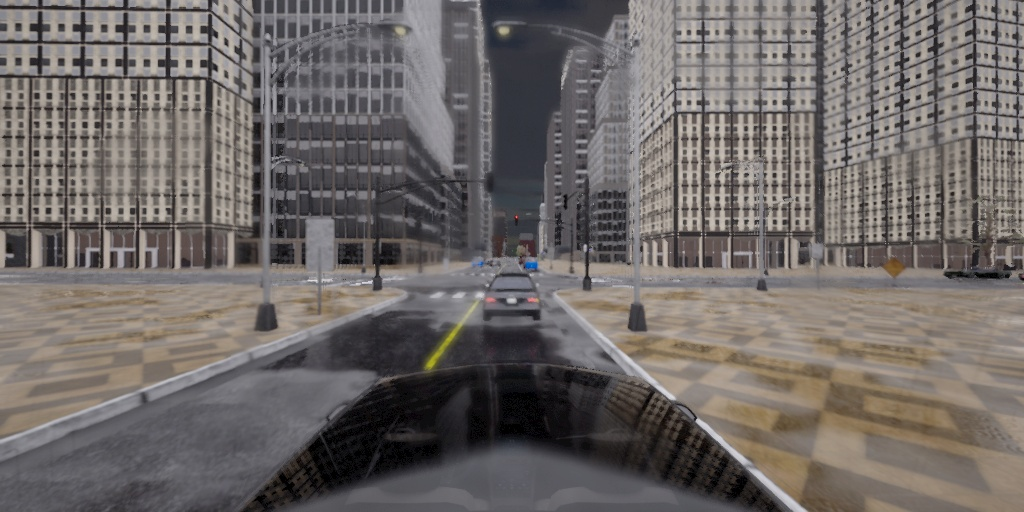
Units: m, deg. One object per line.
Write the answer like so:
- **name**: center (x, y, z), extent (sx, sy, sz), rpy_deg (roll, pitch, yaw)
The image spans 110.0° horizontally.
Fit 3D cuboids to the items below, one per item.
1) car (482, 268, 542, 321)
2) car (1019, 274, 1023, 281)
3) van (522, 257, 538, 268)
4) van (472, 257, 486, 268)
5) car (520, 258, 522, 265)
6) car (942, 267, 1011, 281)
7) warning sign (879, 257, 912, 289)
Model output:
- **car**: center (0.025, 1.300, 12.499), extent (2.033, 1.411, 5.357), rpy_deg (0, 0, 1)
- **car**: center (43.279, 1.646, 28.148), extent (4.718, 1.301, 1.895), rpy_deg (0, 0, -2)
- **van**: center (2.663, 1.099, 49.847), extent (1.690, 1.789, 3.998), rpy_deg (0, 0, 0)
- **van**: center (-5.793, 1.100, 60.950), extent (1.690, 1.789, 3.998), rpy_deg (0, 0, 0)
- **car**: center (2.591, 1.304, 55.385), extent (1.888, 1.381, 4.507), rpy_deg (0, 0, 0)
- **car**: center (45.014, 1.689, 34.811), extent (4.718, 1.301, 1.895), rpy_deg (0, 0, -2)
- **warning sign**: center (22.988, 1.005, 21.518), extent (1.060, 1.860, 1.300), rpy_deg (0, 0, -1)
